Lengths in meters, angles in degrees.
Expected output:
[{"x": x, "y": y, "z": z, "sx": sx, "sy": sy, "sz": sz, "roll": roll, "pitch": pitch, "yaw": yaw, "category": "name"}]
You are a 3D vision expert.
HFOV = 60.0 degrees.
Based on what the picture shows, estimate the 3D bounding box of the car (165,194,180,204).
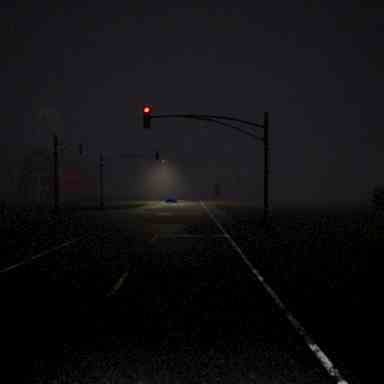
[{"x": -3.565, "y": 1.137, "z": 56.541, "sx": 1.882, "sy": 1.535, "sz": 5.008, "roll": 0, "pitch": 0, "yaw": 0, "category": "car"}]
